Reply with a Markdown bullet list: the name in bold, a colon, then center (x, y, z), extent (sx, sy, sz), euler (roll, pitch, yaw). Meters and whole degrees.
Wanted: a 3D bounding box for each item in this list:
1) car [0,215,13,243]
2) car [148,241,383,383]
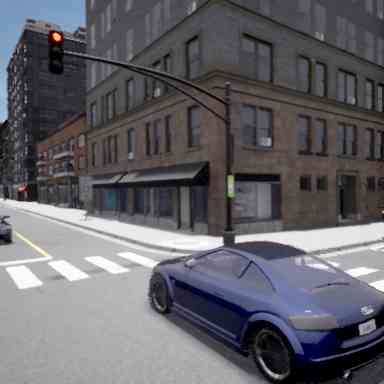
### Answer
- **car**: center (-9.229, 1.492, 14.671), extent (1.994, 1.385, 4.181), euler (-1, 1, -35)
- **car**: center (0.910, 1.516, 5.501), extent (1.994, 1.385, 4.181), euler (-1, 1, -34)
